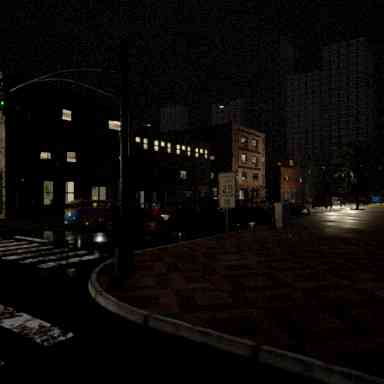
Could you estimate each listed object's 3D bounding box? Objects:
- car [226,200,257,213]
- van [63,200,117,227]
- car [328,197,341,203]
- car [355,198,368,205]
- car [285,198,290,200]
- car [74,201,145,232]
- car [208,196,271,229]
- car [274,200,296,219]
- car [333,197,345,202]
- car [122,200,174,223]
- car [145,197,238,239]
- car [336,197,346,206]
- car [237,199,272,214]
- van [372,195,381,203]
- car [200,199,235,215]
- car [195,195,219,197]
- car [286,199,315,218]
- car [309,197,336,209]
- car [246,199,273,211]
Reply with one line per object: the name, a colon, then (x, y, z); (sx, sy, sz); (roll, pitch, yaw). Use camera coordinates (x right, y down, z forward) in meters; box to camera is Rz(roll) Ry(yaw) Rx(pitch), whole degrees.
car: (6.070, 1.700, 40.661); (2.008, 1.369, 4.403); (-1, -1, 35)
van: (-6.701, 1.413, 22.631); (1.690, 1.788, 3.998); (-1, 0, 35)
car: (34.805, 1.914, 81.233); (2.008, 1.369, 4.403); (-1, -1, 35)
car: (32.067, 1.801, 62.868); (2.008, 1.369, 4.403); (-1, -1, 35)
car: (15.549, 1.741, 54.046); (1.752, 1.417, 4.829); (-1, -1, 35)
car: (-4.584, 1.538, 21.137); (1.882, 1.535, 5.008); (0, 0, 35)
car: (3.331, 1.367, 22.298); (2.192, 1.841, 5.009); (-1, -1, 35)
car: (6.525, 1.616, 26.804); (1.887, 1.381, 4.507); (-1, -1, 35)
car: (37.998, 1.935, 85.741); (1.887, 1.381, 4.507); (-1, -1, 35)
car: (-3.509, 1.530, 27.138); (1.967, 1.590, 4.097); (-1, -1, 35)
car: (0.138, 1.349, 17.790); (2.192, 1.841, 5.009); (-1, -1, 35)
car: (25.356, 1.828, 57.867); (1.895, 1.301, 4.718); (0, 0, 36)
car: (7.159, 1.609, 37.694); (1.882, 1.535, 5.008); (0, 0, 36)
van: (44.837, 1.694, 80.903); (1.690, 1.788, 3.998); (-1, -1, 35)
car: (2.877, 1.569, 36.155); (1.967, 1.590, 4.097); (-1, -1, 35)
car: (1.117, 1.315, 29.184); (2.150, 2.045, 5.566); (0, 0, 35)
car: (9.718, 1.657, 31.313); (1.947, 1.339, 4.313); (-1, -1, 35)
car: (19.485, 1.536, 49.578); (2.097, 1.767, 4.553); (0, 0, 35)
car: (9.263, 1.722, 45.169); (2.008, 1.369, 4.403); (-1, -1, 35)
